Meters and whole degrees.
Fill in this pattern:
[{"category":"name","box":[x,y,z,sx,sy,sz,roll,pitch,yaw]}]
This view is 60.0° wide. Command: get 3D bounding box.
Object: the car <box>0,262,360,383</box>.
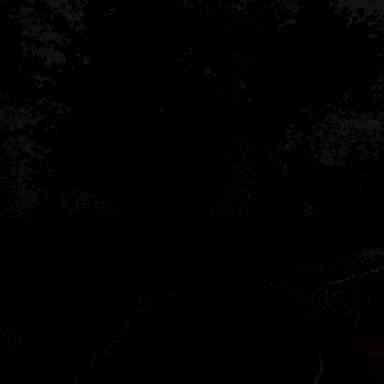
[{"category":"car","box":[-0.361,1.555,3.469,5.357,1.411,2.033,0,0,-36]}]
